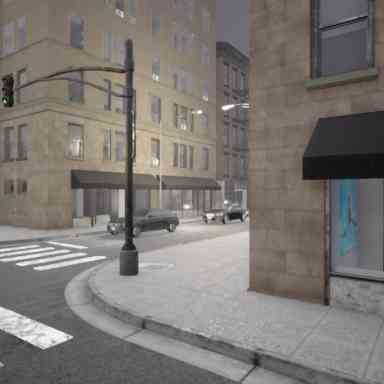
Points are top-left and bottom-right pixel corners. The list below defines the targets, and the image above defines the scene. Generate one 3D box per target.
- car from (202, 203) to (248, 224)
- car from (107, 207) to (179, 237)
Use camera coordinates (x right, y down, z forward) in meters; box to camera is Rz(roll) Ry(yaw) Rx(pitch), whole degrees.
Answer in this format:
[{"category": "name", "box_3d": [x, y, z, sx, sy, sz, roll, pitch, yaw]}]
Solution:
[{"category": "car", "box_3d": [2.697, 1.639, 26.285, 2.128, 1.511, 4.902, 0, 0, 35]}, {"category": "car", "box_3d": [-2.604, 1.619, 18.810, 1.812, 1.442, 4.674, 0, 0, 37]}]
